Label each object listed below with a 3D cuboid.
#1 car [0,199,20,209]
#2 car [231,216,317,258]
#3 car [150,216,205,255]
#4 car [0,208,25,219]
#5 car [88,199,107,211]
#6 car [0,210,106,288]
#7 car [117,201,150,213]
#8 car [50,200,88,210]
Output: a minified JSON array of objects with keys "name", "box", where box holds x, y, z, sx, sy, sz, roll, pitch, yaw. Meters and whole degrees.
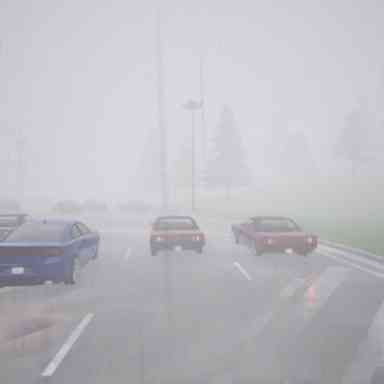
[{"name":"car","box":[-21.234,1.604,37.955,4.892,1.490,1.837,0,-1,43]},{"name":"car","box":[2.851,1.577,12.755,1.895,1.301,4.718,0,0,-6]},{"name":"car","box":[-0.713,1.597,13.357,1.895,1.301,4.718,0,0,-6]},{"name":"car","box":[-8.143,1.638,15.053,1.895,1.301,4.718,0,0,-11]},{"name":"car","box":[-11.117,1.566,37.400,1.812,1.442,4.674,0,0,-39]},{"name":"car","box":[-3.888,1.494,9.425,1.882,1.535,5.008,0,0,-6]},{"name":"car","box":[-6.637,1.616,37.406,1.895,1.301,4.718,0,0,-37]},{"name":"car","box":[-12.987,1.601,34.330,2.033,1.411,5.357,0,0,-38]}]
